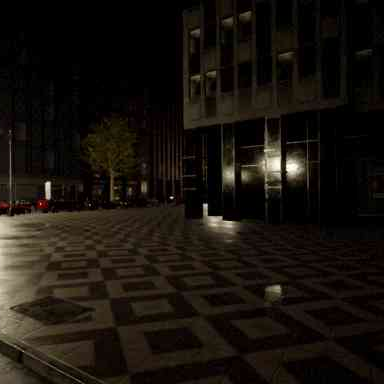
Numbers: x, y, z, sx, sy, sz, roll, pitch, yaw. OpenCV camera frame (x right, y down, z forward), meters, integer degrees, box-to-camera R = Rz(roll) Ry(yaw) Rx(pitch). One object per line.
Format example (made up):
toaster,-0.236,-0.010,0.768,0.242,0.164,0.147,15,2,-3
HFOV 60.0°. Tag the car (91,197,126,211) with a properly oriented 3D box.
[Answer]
car,-10.547,1.524,39.831,1.947,1.339,4.313,-1,0,35

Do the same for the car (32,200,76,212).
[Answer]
car,-16.861,1.636,40.854,1.895,1.301,4.718,-1,0,35

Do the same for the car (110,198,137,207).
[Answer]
car,-11.127,1.612,53.960,1.802,1.307,4.206,-1,0,35

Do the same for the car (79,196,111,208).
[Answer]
car,-14.341,1.484,49.325,1.967,1.590,4.097,-1,0,35

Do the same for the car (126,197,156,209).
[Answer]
car,-7.336,1.509,44.465,1.947,1.339,4.313,-1,0,35

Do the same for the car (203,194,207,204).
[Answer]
car,2.298,1.222,58.371,2.192,1.841,5.009,-1,0,35

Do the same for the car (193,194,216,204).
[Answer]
car,2.381,1.283,63.018,2.097,1.767,4.553,-1,0,35

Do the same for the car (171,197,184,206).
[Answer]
car,-0.913,1.462,53.735,1.887,1.381,4.507,-1,0,35

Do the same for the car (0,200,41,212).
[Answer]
car,-20.763,1.642,40.055,1.947,1.339,4.313,-1,0,35

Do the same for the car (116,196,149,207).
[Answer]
car,-9.238,1.491,51.812,2.128,1.511,4.902,-1,0,35

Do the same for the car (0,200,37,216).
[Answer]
car,-16.970,1.576,30.562,1.802,1.307,4.206,-1,0,35

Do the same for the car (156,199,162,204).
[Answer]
car,-8.012,1.544,58.455,1.752,1.417,4.829,-1,0,35

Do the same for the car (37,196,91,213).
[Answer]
car,-13.761,1.290,35.198,2.192,1.841,5.009,-1,0,35

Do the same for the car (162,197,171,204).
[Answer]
car,-4.703,1.574,63.231,1.947,1.339,4.313,-1,0,35

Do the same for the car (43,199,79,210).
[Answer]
car,-17.551,1.641,44.690,1.802,1.307,4.206,-1,0,35
